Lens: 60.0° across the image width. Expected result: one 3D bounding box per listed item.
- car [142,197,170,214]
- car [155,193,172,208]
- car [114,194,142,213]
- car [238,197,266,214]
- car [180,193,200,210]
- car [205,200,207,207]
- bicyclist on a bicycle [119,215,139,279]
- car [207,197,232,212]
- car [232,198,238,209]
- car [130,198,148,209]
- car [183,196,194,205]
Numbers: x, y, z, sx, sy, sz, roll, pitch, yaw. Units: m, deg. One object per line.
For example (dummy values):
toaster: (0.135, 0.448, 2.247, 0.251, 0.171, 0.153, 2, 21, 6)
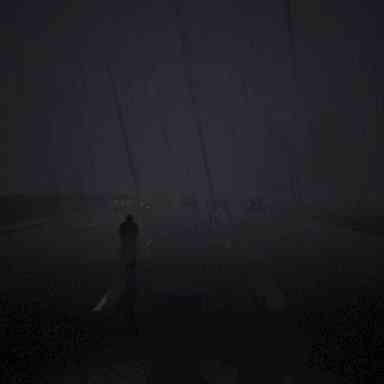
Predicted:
car: (-3.819, 1.547, 36.105, 2.033, 1.411, 5.357, 0, 0, 0)
car: (-4.016, 1.221, 46.350, 2.150, 2.045, 5.566, 0, 0, 0)
car: (-7.335, 1.221, 37.686, 2.150, 2.045, 5.566, 0, 0, -1)
car: (6.612, 1.351, 36.169, 2.097, 1.767, 4.553, 0, 0, 0)
car: (-0.405, 1.221, 43.835, 2.150, 2.045, 5.566, 0, 0, -1)
car: (2.991, 1.504, 48.047, 1.837, 1.490, 4.892, 0, 0, 0)
bicyclist on a bicycle: (-1.722, 1.454, 9.104, 0.582, 1.620, 1.656, 0, -2, -7)
car: (3.129, 1.504, 38.635, 1.837, 1.490, 4.892, 0, 0, 0)
car: (6.493, 1.547, 45.480, 2.033, 1.411, 5.357, 0, 0, 0)
car: (-7.503, 1.600, 47.449, 1.895, 1.301, 4.718, 0, 0, 0)
car: (-0.575, 1.477, 58.147, 1.882, 1.535, 5.008, 0, 0, -1)
